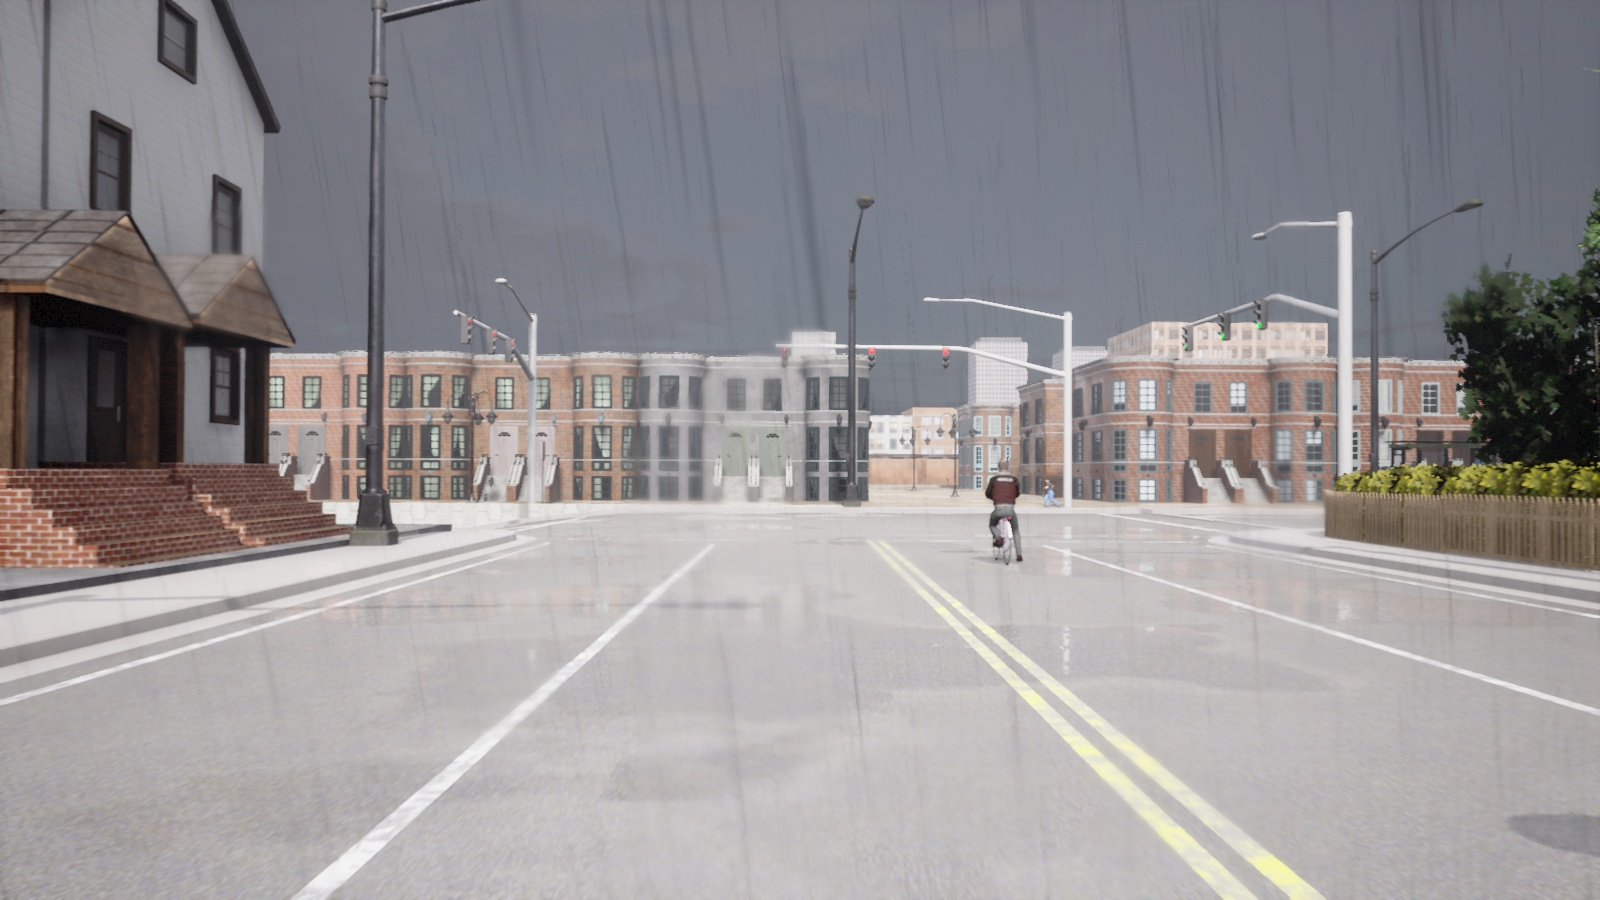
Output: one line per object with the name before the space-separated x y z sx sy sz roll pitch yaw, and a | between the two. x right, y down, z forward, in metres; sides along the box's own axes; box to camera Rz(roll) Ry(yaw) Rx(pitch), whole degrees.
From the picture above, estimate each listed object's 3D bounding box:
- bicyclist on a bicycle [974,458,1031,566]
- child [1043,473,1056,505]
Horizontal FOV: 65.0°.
bicyclist on a bicycle | 3.449 1.032 21.547 0.659 1.776 1.843 0 -1 0
child | 9.677 1.519 48.774 0.437 1.263 0.270 0 -1 -1
